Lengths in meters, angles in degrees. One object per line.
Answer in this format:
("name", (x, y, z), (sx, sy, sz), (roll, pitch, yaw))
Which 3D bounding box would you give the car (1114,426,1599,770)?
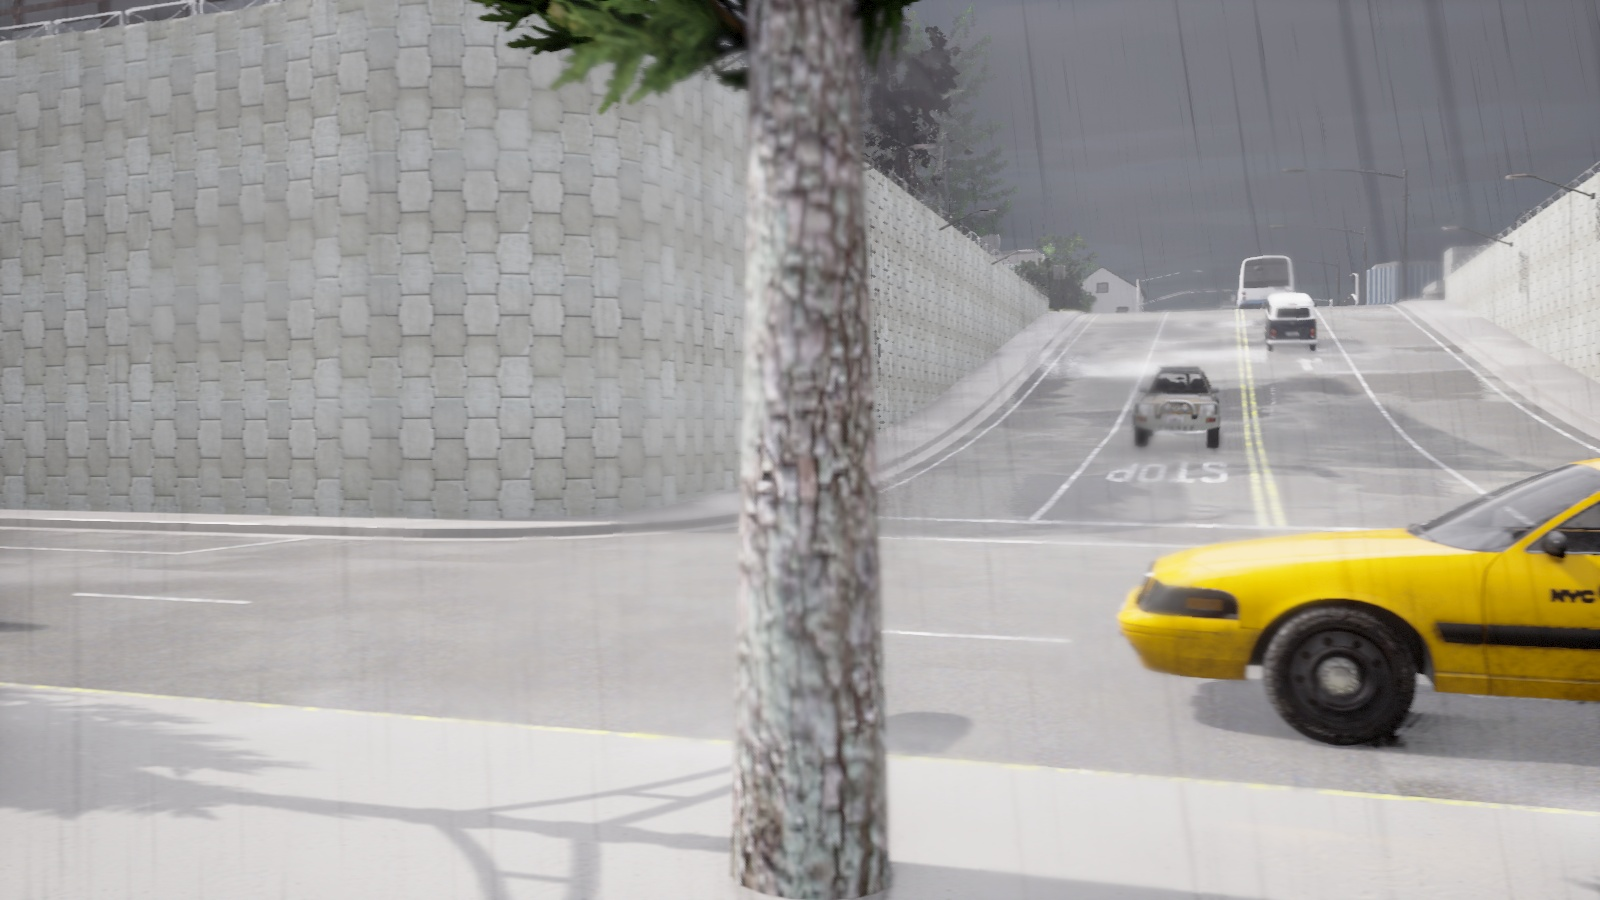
("car", (4.445, 0.674, 6.443), (5.366, 1.575, 1.801), (1, 1, 19))

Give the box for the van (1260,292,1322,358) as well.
("van", (19.346, -4.983, 49.670), (2.069, 2.038, 4.480), (1, 12, 19))

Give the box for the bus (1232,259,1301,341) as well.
("bus", (30.733, -9.766, 83.110), (3.944, 4.253, 10.273), (1, 1, 19))

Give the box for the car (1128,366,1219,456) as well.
("car", (9.236, -1.037, 30.851), (1.932, 1.855, 4.605), (2, 6, 19))
